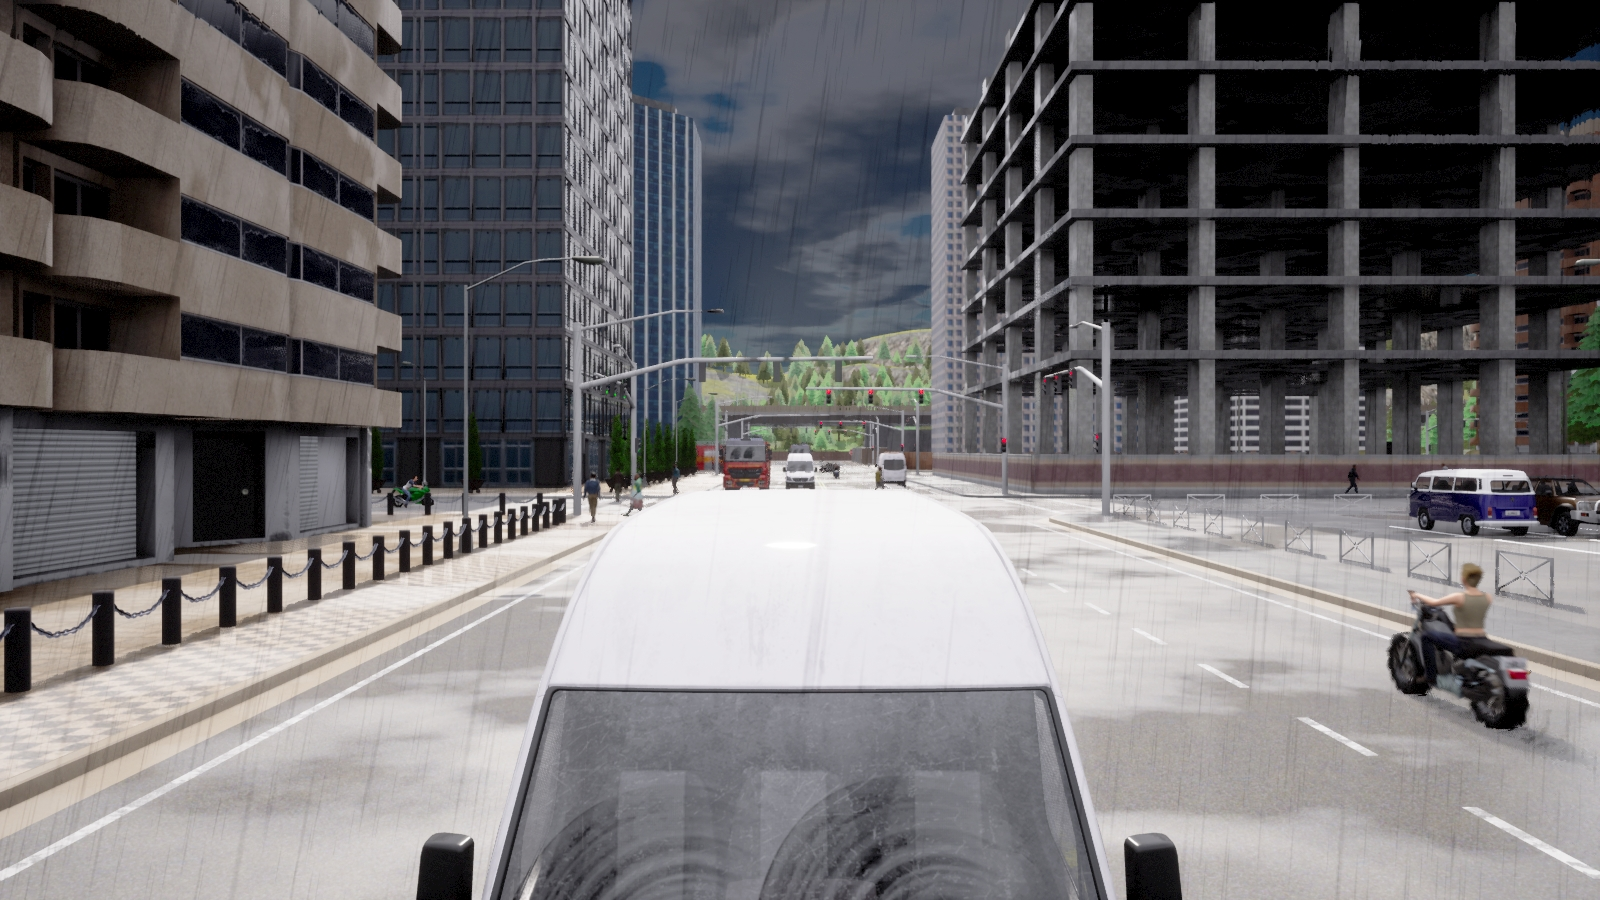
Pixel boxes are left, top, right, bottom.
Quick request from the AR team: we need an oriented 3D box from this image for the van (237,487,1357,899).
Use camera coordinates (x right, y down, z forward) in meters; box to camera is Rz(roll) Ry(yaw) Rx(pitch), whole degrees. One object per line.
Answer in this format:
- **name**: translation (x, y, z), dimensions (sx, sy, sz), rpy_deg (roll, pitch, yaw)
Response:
- **van**: translation (-0.002, 1.534, 4.985), dimensions (1.988, 2.561, 5.915), rpy_deg (0, 0, 0)

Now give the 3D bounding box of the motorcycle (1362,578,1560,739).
- **motorcycle**: translation (6.986, 2.155, 12.255), dimensions (0.764, 1.307, 2.356), rpy_deg (0, 0, 0)

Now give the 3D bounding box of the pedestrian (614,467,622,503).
- **pedestrian**: translation (-9.486, 1.796, 59.445), dimensions (0.375, 1.860, 0.375), rpy_deg (0, 0, -17)

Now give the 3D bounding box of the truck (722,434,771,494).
- **truck**: translation (-3.496, 0.891, 77.013), dimensions (2.891, 3.827, 8.468), rpy_deg (0, 0, 0)

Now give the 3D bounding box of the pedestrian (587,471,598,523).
- **pedestrian**: translation (-7.510, 1.697, 41.412), dimensions (0.375, 1.860, 0.375), rpy_deg (0, 0, -6)

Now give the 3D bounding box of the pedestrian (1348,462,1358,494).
- **pedestrian**: translation (32.237, 1.641, 66.620), dimensions (0.375, 1.860, 0.375), rpy_deg (0, 0, -1)

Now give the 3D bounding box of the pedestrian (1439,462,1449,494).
- **pedestrian**: translation (37.625, 1.642, 66.719), dimensions (0.375, 1.860, 0.375), rpy_deg (0, 0, 2)

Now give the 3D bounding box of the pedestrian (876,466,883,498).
- **pedestrian**: translation (4.662, 1.846, 66.776), dimensions (0.375, 1.860, 0.375), rpy_deg (0, 0, -3)

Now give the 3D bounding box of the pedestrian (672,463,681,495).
- **pedestrian**: translation (-7.186, 1.687, 66.467), dimensions (0.375, 1.860, 0.375), rpy_deg (0, 0, -39)

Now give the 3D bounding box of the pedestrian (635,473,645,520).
- **pedestrian**: translation (-6.331, 1.832, 45.314), dimensions (0.375, 1.860, 0.375), rpy_deg (0, 0, -10)
